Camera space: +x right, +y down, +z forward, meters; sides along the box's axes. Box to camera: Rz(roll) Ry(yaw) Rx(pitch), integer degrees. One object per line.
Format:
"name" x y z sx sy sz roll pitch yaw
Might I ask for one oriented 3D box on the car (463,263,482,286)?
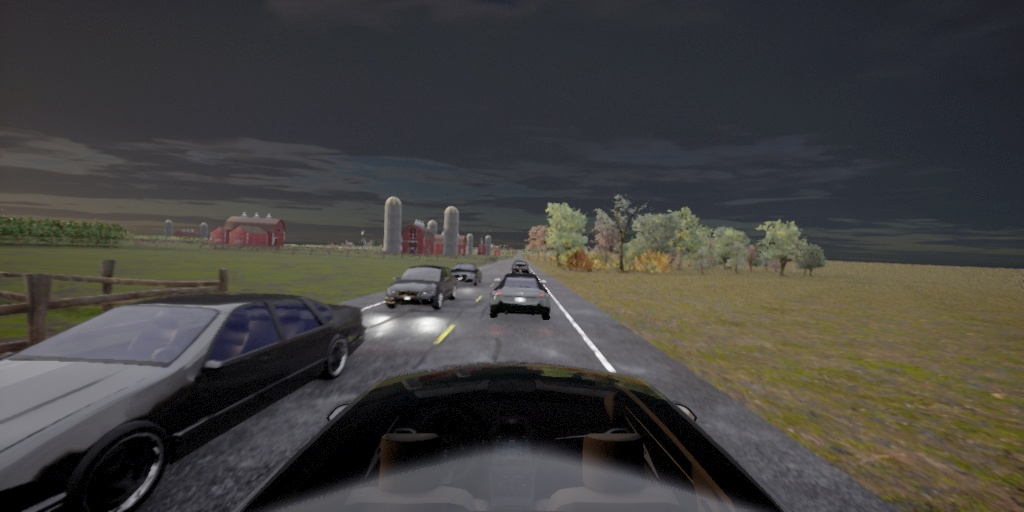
"car" -3.138 1.184 24.177 1.994 1.385 4.181 2 0 2

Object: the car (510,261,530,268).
"car" 0.874 1.249 38.745 1.837 1.490 4.892 2 1 1

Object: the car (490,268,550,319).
"car" 0.298 1.312 13.001 1.994 1.385 4.181 2 0 1

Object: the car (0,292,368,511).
"car" -3.592 1.173 4.247 2.033 1.411 5.357 2 0 1

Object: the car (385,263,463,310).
"car" -3.371 1.127 14.135 1.837 1.490 4.892 2 0 1
